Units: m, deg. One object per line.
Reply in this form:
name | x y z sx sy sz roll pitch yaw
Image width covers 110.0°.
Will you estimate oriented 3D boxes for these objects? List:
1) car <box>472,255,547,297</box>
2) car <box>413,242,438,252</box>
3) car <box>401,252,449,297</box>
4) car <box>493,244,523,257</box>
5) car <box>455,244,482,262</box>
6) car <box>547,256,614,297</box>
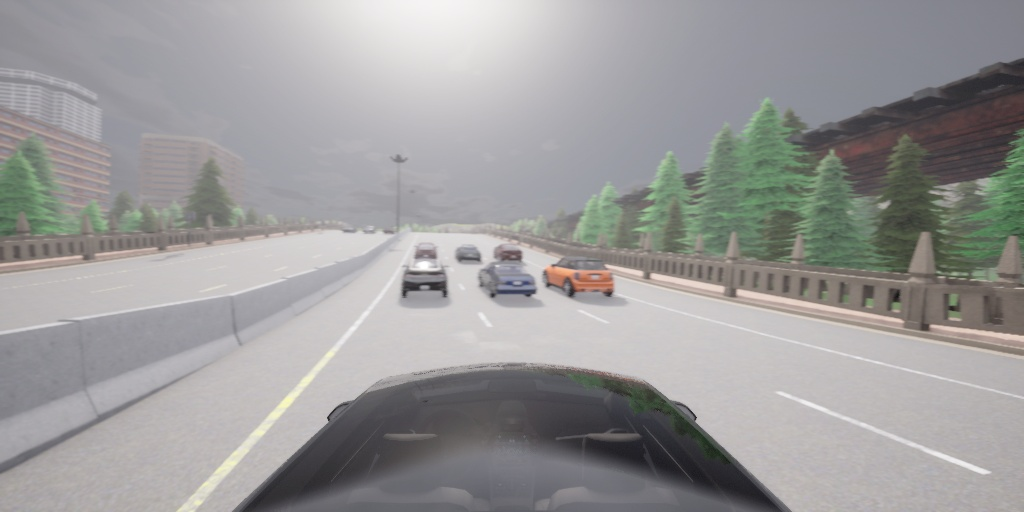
car | -0.363 0.955 16.381 2.033 1.411 5.357 1 3 -13
car | -7.208 -0.417 30.139 1.812 1.442 4.674 1 6 -13
car | -3.830 0.831 15.848 2.128 1.511 4.902 1 3 -13
car | -0.418 -0.370 31.848 1.882 1.535 5.008 1 6 -13
car | -3.810 -0.328 30.969 1.994 1.385 4.181 1 6 -13
car | 3.029 0.807 17.263 2.097 1.767 4.553 1 3 -13
